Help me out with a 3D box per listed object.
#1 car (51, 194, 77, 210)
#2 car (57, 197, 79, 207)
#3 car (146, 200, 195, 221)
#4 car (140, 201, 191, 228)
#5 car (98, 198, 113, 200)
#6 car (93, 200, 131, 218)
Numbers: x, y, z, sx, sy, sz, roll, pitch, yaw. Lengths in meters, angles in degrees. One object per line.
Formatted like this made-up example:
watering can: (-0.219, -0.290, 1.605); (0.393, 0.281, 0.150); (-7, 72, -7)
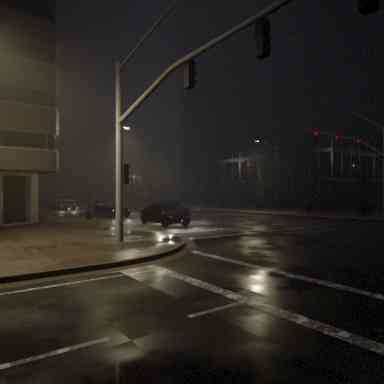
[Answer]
car: (-16.916, 1.269, 43.666); (2.150, 2.045, 5.566); (0, 1, -36)
car: (-20.364, 1.583, 54.443); (2.128, 1.511, 4.902); (0, 0, -36)
car: (-2.029, 1.533, 29.222); (1.882, 1.535, 5.008); (0, 0, -36)
car: (-2.014, 1.581, 23.309); (1.812, 1.442, 4.674); (0, 0, -36)
car: (-10.472, 1.543, 40.768); (2.128, 1.511, 4.902); (0, 0, -36)
car: (-7.404, 1.656, 30.640); (1.895, 1.301, 4.718); (0, 0, -36)
